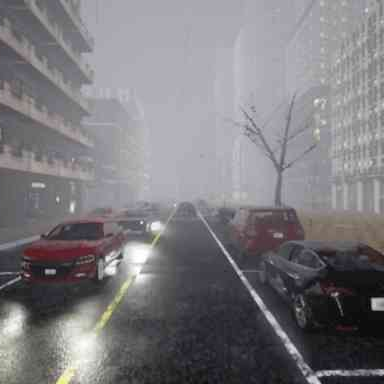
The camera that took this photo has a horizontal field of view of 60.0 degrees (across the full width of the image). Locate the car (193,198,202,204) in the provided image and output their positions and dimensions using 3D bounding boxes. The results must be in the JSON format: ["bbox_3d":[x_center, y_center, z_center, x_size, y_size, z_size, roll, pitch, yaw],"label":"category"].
[{"bbox_3d":[1.246,2.032,78.437,2.008,1.369,4.403,0,0,-1],"label":"car"}]

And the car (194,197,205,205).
[{"bbox_3d":[1.453,1.844,67.393,1.967,1.590,4.097,0,0,-1],"label":"car"}]

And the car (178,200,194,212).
[{"bbox_3d":[-0.764,1.804,43.240,2.033,1.411,5.357,0,0,-1],"label":"car"}]

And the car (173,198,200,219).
[{"bbox_3d":[-0.516,1.661,31.447,1.882,1.535,5.008,0,0,-1],"label":"car"}]

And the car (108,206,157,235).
[{"bbox_3d":[-3.445,1.733,19.992,1.895,1.301,4.718,0,0,-1],"label":"car"}]

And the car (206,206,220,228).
[{"bbox_3d":[2.284,1.685,23.217,1.947,1.339,4.313,0,0,-1],"label":"car"}]

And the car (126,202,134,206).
[{"bbox_3d":[-6.299,1.756,33.934,1.752,1.417,4.829,0,0,-1],"label":"car"}]

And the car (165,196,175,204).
[{"bbox_3d":[-4.328,1.963,72.052,1.812,1.442,4.674,0,0,-1],"label":"car"}]

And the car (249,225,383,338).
[{"bbox_3d":[2.595,1.589,6.652,1.947,1.339,4.313,0,0,-1],"label":"car"}]

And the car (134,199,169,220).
[{"bbox_3d":[-3.600,1.686,30.391,2.128,1.511,4.902,0,0,-1],"label":"car"}]

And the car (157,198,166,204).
[{"bbox_3d":[-7.133,2.071,78.279,1.887,1.381,4.507,0,0,-1],"label":"car"}]

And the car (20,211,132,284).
[{"bbox_3d":[-3.263,1.552,10.037,1.882,1.535,5.008,0,0,-1],"label":"car"}]

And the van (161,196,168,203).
[{"bbox_3d":[-7.341,1.947,89.323,1.690,1.788,3.998,0,0,-1],"label":"van"}]

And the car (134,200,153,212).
[{"bbox_3d":[-6.511,1.866,45.148,1.947,1.339,4.313,0,0,-1],"label":"car"}]

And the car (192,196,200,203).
[{"bbox_3d":[1.038,2.000,89.479,1.967,1.590,4.097,0,0,-1],"label":"car"}]

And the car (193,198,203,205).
[{"bbox_3d":[1.350,1.993,72.914,2.008,1.369,4.403,0,0,-1],"label":"car"}]

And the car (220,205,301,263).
[{"bbox_3d":[2.491,1.369,12.176,2.192,1.841,5.009,0,0,-1],"label":"car"}]

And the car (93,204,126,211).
[{"bbox_3d":[-6.095,1.709,23.060,1.887,1.381,4.507,0,0,-1],"label":"car"}]

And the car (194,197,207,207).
[{"bbox_3d":[1.661,1.893,56.349,1.947,1.339,4.313,0,0,-1],"label":"car"}]

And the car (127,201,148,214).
[{"bbox_3d":[-6.404,1.789,39.457,1.752,1.417,4.829,0,0,-1],"label":"car"}]

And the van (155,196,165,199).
[{"bbox_3d":[-7.030,1.829,72.759,1.690,1.788,3.998,0,0,-1],"label":"van"}]
